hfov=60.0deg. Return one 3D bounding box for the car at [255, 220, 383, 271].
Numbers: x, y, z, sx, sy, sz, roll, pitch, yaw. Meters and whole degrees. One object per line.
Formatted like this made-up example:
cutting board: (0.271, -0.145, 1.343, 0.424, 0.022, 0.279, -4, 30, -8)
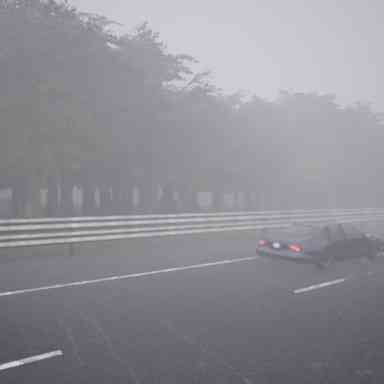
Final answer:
car: (4.589, 1.677, 11.409, 5.357, 1.411, 2.033, 1, 0, -35)
